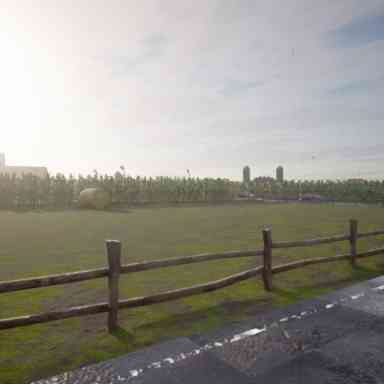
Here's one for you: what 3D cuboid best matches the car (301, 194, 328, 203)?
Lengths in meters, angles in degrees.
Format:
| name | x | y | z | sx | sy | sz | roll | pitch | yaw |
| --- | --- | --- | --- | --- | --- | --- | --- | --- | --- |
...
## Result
| name | x | y | z | sx | sy | sz | roll | pitch | yaw |
| --- | --- | --- | --- | --- | --- | --- | --- | --- | --- |
| car | 20.652 | 1.047 | 56.452 | 1.837 | 1.490 | 4.892 | -1 | 2 | -34 |

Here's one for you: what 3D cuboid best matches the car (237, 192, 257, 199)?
| name | x | y | z | sx | sy | sz | roll | pitch | yaw |
| --- | --- | --- | --- | --- | --- | --- | --- | --- | --- |
| car | 11.527 | 0.741 | 69.882 | 2.128 | 1.511 | 4.902 | -1 | 1 | -34 |
